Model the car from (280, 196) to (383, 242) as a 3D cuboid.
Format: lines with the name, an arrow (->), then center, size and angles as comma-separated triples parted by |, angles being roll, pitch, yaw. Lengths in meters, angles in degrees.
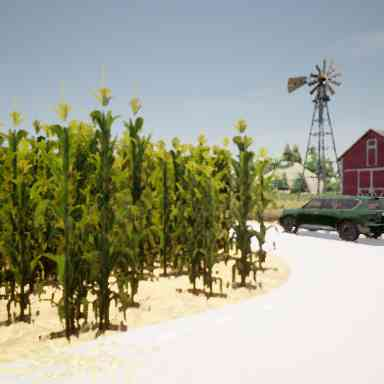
car -> 6.925, 1.192, 16.510 | 2.150, 2.045, 5.566 | 0, 0, -33
